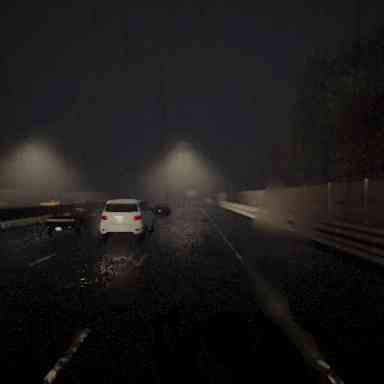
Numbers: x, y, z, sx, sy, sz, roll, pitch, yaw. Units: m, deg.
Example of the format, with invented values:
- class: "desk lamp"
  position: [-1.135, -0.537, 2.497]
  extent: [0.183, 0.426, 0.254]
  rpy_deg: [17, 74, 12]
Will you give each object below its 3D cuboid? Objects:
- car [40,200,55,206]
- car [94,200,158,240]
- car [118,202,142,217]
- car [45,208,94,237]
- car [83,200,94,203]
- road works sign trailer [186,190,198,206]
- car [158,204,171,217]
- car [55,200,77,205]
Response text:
- class: "car"
  position: [-24.530, 2.135, 57.629]
  extent: [1.882, 1.535, 5.008]
  rpy_deg: [0, -1, 1]
- class: "car"
  position: [-3.400, 1.425, 18.369]
  extent: [2.150, 2.045, 5.566]
  rpy_deg: [0, 0, 0]
- class: "car"
  position: [-6.901, 1.946, 37.603]
  extent: [1.812, 1.442, 4.674]
  rpy_deg: [0, -1, 0]
- class: "car"
  position: [-6.901, 1.708, 19.609]
  extent: [2.128, 1.511, 4.902]
  rpy_deg: [0, -1, 0]
- class: "car"
  position: [-17.542, 2.174, 56.915]
  extent: [1.812, 1.442, 4.674]
  rpy_deg: [0, -1, 1]
- class: "road works sign trailer"
  position: [-0.005, 1.356, 76.560]
  extent: [2.380, 3.560, 2.880]
  rpy_deg: [0, -1, 0]
- class: "car"
  position: [-3.402, 1.979, 37.163]
  extent: [1.994, 1.385, 4.181]
  rpy_deg: [0, -1, 0]
- class: "car"
  position: [-21.031, 2.247, 56.730]
  extent: [1.895, 1.301, 4.718]
  rpy_deg: [0, -1, 1]
